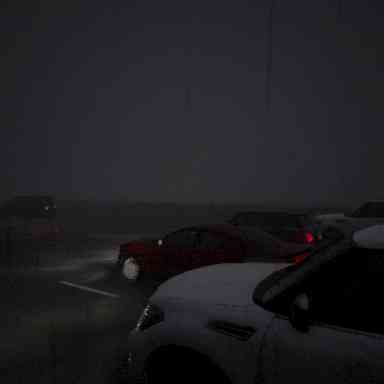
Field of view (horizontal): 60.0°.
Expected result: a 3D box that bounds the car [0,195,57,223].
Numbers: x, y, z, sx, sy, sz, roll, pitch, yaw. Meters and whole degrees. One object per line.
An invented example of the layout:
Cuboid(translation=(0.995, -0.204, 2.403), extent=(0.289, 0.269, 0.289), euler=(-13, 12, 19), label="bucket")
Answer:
Cuboid(translation=(-12.906, 1.275, 26.104), extent=(5.566, 2.045, 2.150), euler=(0, 0, 36), label="car")

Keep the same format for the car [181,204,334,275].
Cuboid(translation=(2.078, 1.362, 11.113), extent=(4.553, 1.767, 2.097), euler=(0, 0, 36), label="car")

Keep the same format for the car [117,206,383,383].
Cuboid(translation=(2.016, 1.222, 2.557), extent=(5.566, 2.045, 2.150), euler=(0, 0, 36), label="car")

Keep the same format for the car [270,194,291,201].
Cuboid(translation=(18.386, 1.265, 70.153), extent=(4.605, 1.855, 1.932), euler=(0, 0, 35), label="car")

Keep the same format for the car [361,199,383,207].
Cuboid(translation=(7.035, 1.224, 11.875), extent=(5.566, 2.045, 2.150), euler=(0, 0, 36), label="car")

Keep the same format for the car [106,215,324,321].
Cuboid(translation=(0.336, 1.487, 8.053), extent=(5.008, 1.535, 1.882), euler=(0, 0, 36), label="car")
